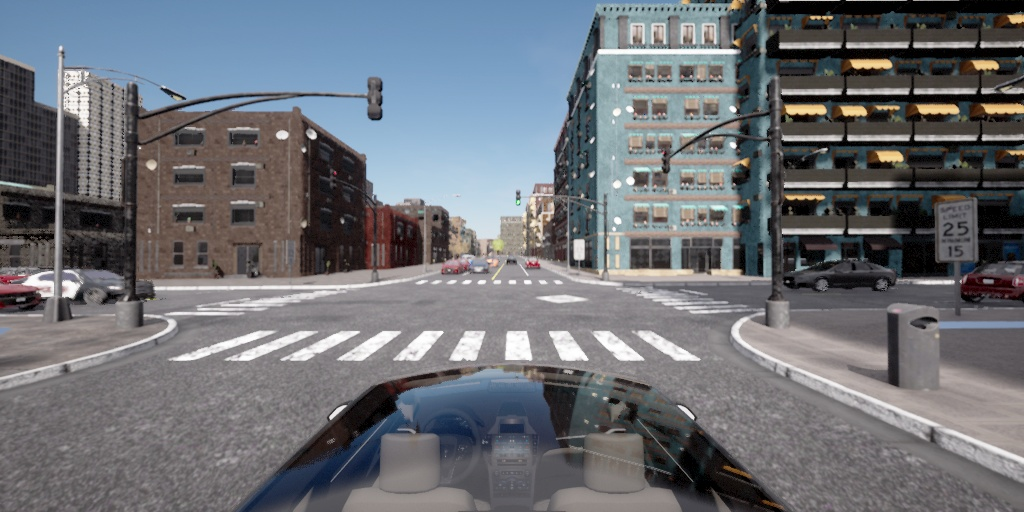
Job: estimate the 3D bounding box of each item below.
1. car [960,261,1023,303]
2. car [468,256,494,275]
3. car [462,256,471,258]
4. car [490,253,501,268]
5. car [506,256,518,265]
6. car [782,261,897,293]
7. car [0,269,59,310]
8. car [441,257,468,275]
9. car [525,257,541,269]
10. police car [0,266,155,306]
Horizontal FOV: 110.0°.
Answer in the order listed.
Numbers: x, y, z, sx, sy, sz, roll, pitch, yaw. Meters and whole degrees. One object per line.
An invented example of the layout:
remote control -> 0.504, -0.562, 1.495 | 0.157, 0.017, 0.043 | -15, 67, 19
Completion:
car -> 18.163, 0.874, 12.184 | 4.097, 1.591, 1.967 | 0, 0, 0
car -> -3.127, 1.036, 35.733 | 1.812, 1.442, 4.674 | 0, 0, 0
car -> -5.731, 1.020, 40.880 | 1.888, 1.381, 4.507 | 0, 0, 0
car -> -3.126, 0.747, 52.018 | 2.097, 1.767, 4.553 | 0, 0, 0
car -> -0.063, 0.801, 62.452 | 1.882, 1.535, 5.008 | 0, 0, 0
car -> 16.375, 1.022, 18.111 | 4.892, 1.490, 1.837 | -1, -1, 0
car -> -19.305, 1.288, 12.476 | 4.507, 1.381, 1.888 | 0, 0, 0
car -> -5.801, 1.060, 35.198 | 1.888, 1.381, 4.507 | 0, 0, 0
car -> 2.644, 0.873, 46.637 | 1.967, 1.591, 4.097 | 0, 0, 0
police car -> -18.195, 1.276, 15.296 | 4.974, 1.542, 2.038 | 0, -1, 0
